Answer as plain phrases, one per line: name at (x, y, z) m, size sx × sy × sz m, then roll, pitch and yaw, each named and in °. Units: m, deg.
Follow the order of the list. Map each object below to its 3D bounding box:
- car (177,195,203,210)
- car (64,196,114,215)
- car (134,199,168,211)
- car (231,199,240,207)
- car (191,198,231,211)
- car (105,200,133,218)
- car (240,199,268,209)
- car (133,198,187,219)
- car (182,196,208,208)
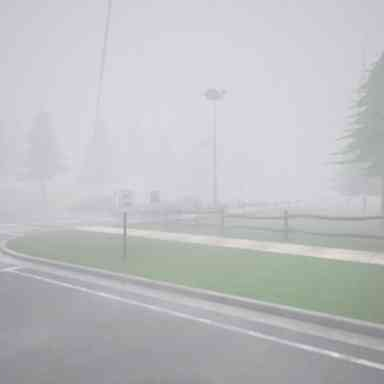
car at (-0.774, 1.406, 40.694) m, size 2.150 × 2.045 × 5.566 m, roll -1°, pitch 0°, yaw 35°
car at (-11.258, 1.459, 37.937) m, size 2.150 × 2.045 × 5.566 m, roll -1°, pitch 0°, yaw 35°
car at (-5.587, 1.715, 46.018) m, size 1.882 × 1.535 × 5.008 m, roll -1°, pitch 0°, yaw 35°
car at (6.486, 1.731, 50.984) m, size 2.033 × 1.411 × 5.357 m, roll -1°, pitch 0°, yaw 35°
car at (2.285, 1.683, 38.948) m, size 1.812 × 1.442 × 4.674 m, roll -1°, pitch 0°, yaw 35°
car at (-6.128, 1.748, 33.073) m, size 1.994 × 1.385 × 4.181 m, roll -1°, pitch 0°, yaw 35°
car at (9.556, 1.705, 49.258) m, size 2.033 × 1.411 × 5.357 m, roll -1°, pitch 0°, yaw 35°
car at (-2.922, 1.635, 31.550) m, size 1.882 × 1.535 × 5.008 m, roll -1°, pitch 0°, yaw 35°
car at (0.518, 1.589, 54.661) m, size 2.097 × 1.767 × 4.553 m, roll -1°, pitch 0°, yaw 35°
